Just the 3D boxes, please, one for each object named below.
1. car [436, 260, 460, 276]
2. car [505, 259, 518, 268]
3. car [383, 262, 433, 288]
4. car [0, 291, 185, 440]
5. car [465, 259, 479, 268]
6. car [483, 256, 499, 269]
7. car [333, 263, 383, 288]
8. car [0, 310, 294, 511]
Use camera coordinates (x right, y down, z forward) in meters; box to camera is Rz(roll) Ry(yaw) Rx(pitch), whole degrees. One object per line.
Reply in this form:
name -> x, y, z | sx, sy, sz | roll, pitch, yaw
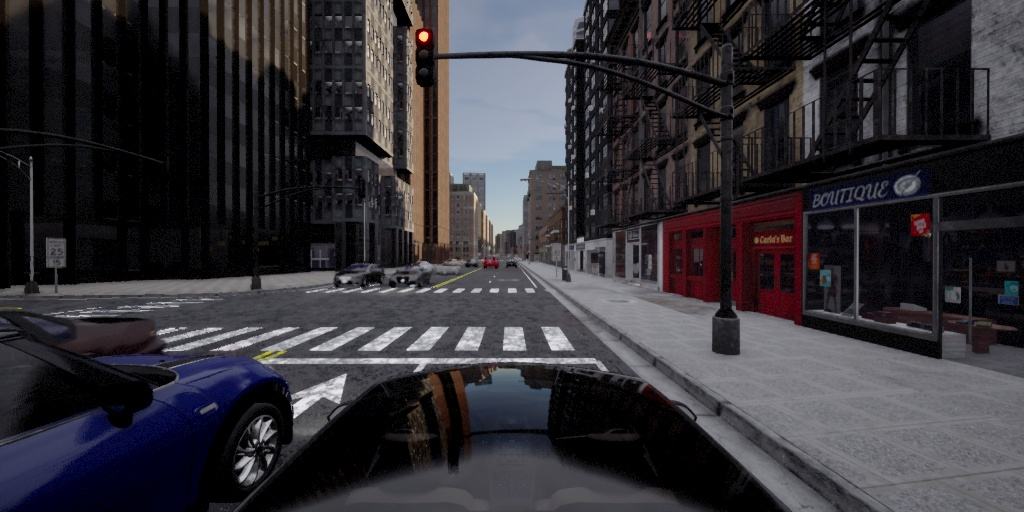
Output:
car -> -6.706, 1.361, 37.963 | 1.895, 1.301, 4.718 | 0, 0, 0
car -> -0.083, 1.273, 61.835 | 1.837, 1.490, 4.892 | 0, 0, 0
car -> -6.665, 1.318, 23.852 | 1.994, 1.385, 4.181 | 0, 0, 0
car -> -6.602, 1.297, 3.455 | 2.033, 1.411, 5.357 | 0, 0, 0
car -> -6.701, 1.245, 60.299 | 1.882, 1.535, 5.008 | 0, 0, 0
car -> -3.420, 0.989, 58.051 | 2.150, 2.045, 5.566 | 0, 0, 0
car -> -9.913, 1.246, 23.654 | 2.128, 1.511, 4.902 | 0, 0, 0
car -> -3.145, 1.102, 1.592 | 2.097, 1.767, 4.553 | 0, 0, 0
